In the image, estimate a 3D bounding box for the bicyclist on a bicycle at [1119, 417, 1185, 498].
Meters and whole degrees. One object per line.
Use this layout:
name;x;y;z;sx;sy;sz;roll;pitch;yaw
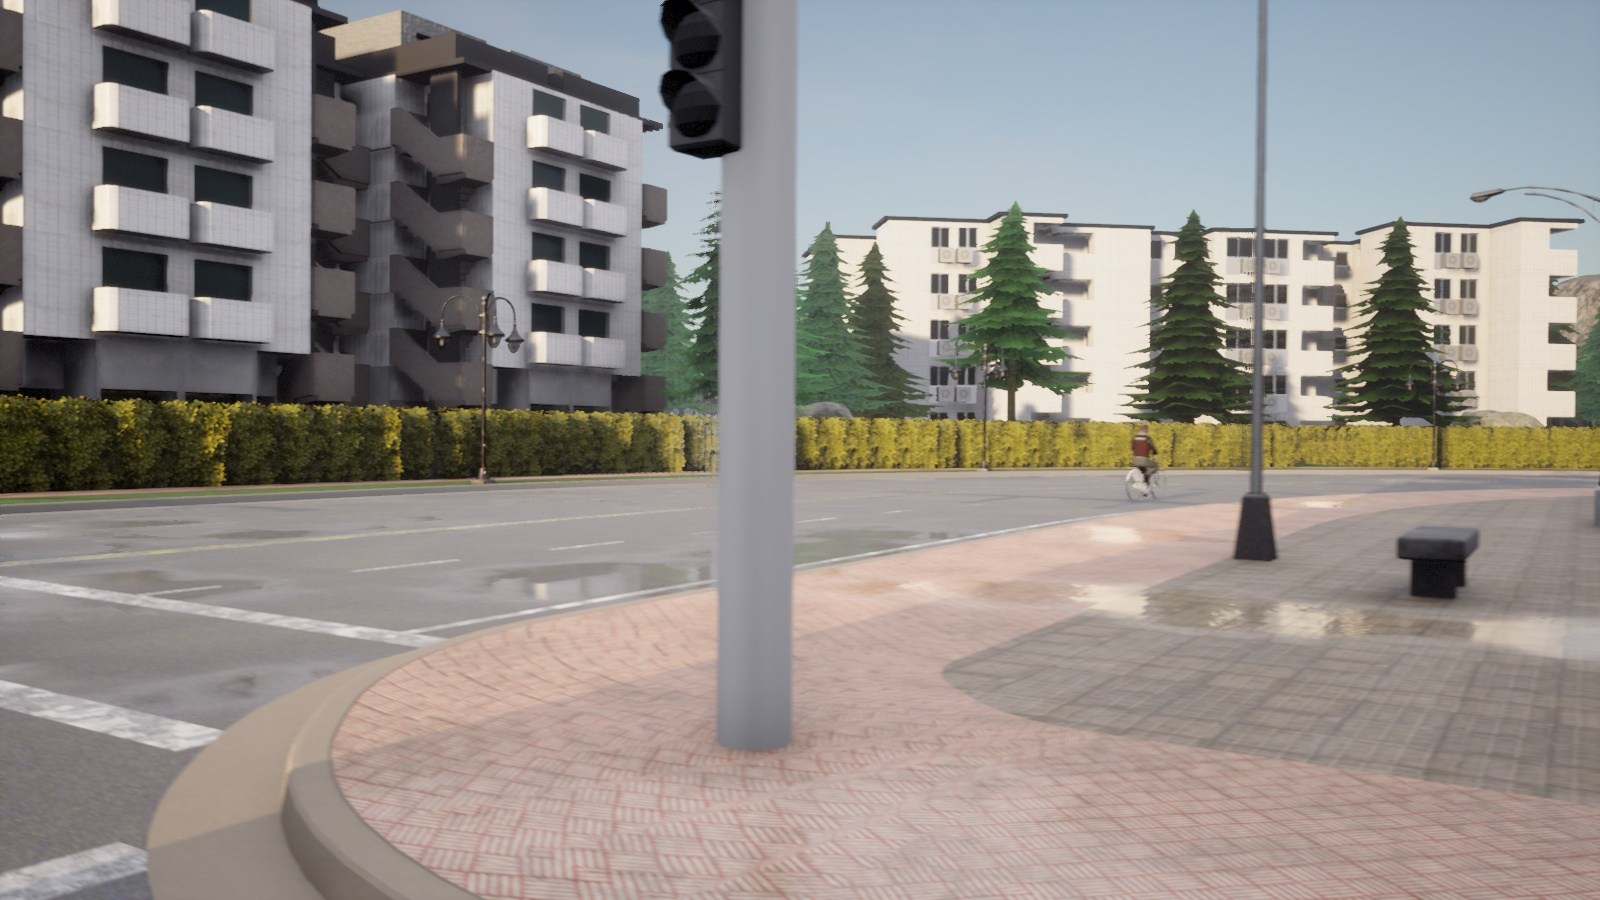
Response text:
bicyclist on a bicycle;8.014;0.150;28.570;0.659;1.776;1.843;1;2;43
